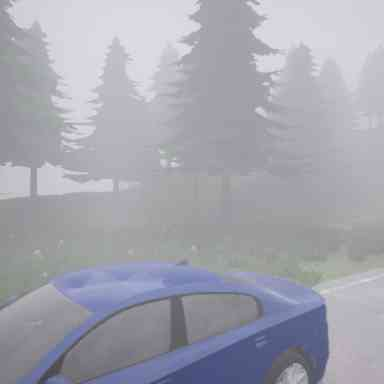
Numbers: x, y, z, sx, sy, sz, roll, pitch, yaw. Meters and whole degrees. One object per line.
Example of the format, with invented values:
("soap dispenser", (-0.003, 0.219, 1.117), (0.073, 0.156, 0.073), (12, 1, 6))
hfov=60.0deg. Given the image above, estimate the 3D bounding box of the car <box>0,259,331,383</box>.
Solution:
("car", (-0.768, 1.485, 3.079), (5.008, 1.535, 1.882), (1, 0, -36))
